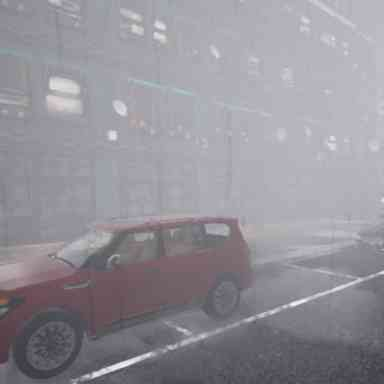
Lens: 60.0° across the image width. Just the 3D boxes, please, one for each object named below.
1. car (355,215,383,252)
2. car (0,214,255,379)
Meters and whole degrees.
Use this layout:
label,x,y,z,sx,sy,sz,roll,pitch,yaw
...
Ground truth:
label,x,y,z,sx,sy,sz,roll,pitch,yaw
car,7.943,1.546,12.820,4.403,1.369,2.008,0,0,-38
car,-1.046,1.376,5.837,5.009,1.841,2.192,0,0,-38
